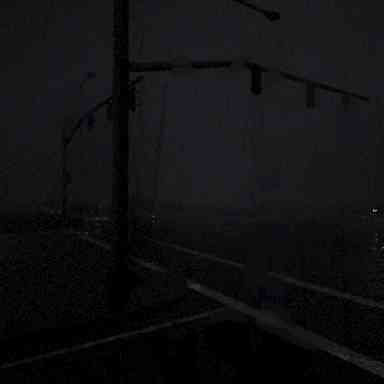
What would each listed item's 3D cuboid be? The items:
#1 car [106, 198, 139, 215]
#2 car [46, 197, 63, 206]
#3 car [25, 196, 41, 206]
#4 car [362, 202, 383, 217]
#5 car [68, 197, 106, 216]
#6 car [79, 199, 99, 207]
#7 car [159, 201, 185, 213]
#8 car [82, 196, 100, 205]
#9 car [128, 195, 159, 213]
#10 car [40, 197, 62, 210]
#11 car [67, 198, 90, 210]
[{"bbox_3d":[-7.843,1.689,35.788,1.812,1.442,4.674,1,0,-35],"label":"car"},{"bbox_3d":[-25.224,1.665,60.952,1.837,1.490,4.892,1,0,-34],"label":"car"},{"bbox_3d":[-28.117,1.484,58.974,2.097,1.767,4.553,1,0,-34],"label":"car"},{"bbox_3d":[21.019,1.940,37.382,4.892,1.490,1.837,1,0,-35],"label":"car"},{"bbox_3d":[-11.042,1.614,34.259,2.128,1.511,4.902,1,0,-35],"label":"car"},{"bbox_3d":[-17.202,1.808,55.473,1.895,1.301,4.718,1,0,-34],"label":"car"},{"bbox_3d":[-3.052,1.789,41.162,2.033,1.411,5.357,1,0,-35],"label":"car"},{"bbox_3d":[-19.939,1.703,65.645,1.882,1.535,5.008,1,0,-35],"label":"car"},{"bbox_3d":[-6.542,1.425,40.070,2.150,2.045,5.566,1,-1,-35],"label":"car"},{"bbox_3d":[-19.204,1.691,46.023,1.994,1.385,4.181,1,0,-35],"label":"car"},{"bbox_3d":[-16.444,1.644,48.187,1.882,1.535,5.008,1,0,-34],"label":"car"}]
